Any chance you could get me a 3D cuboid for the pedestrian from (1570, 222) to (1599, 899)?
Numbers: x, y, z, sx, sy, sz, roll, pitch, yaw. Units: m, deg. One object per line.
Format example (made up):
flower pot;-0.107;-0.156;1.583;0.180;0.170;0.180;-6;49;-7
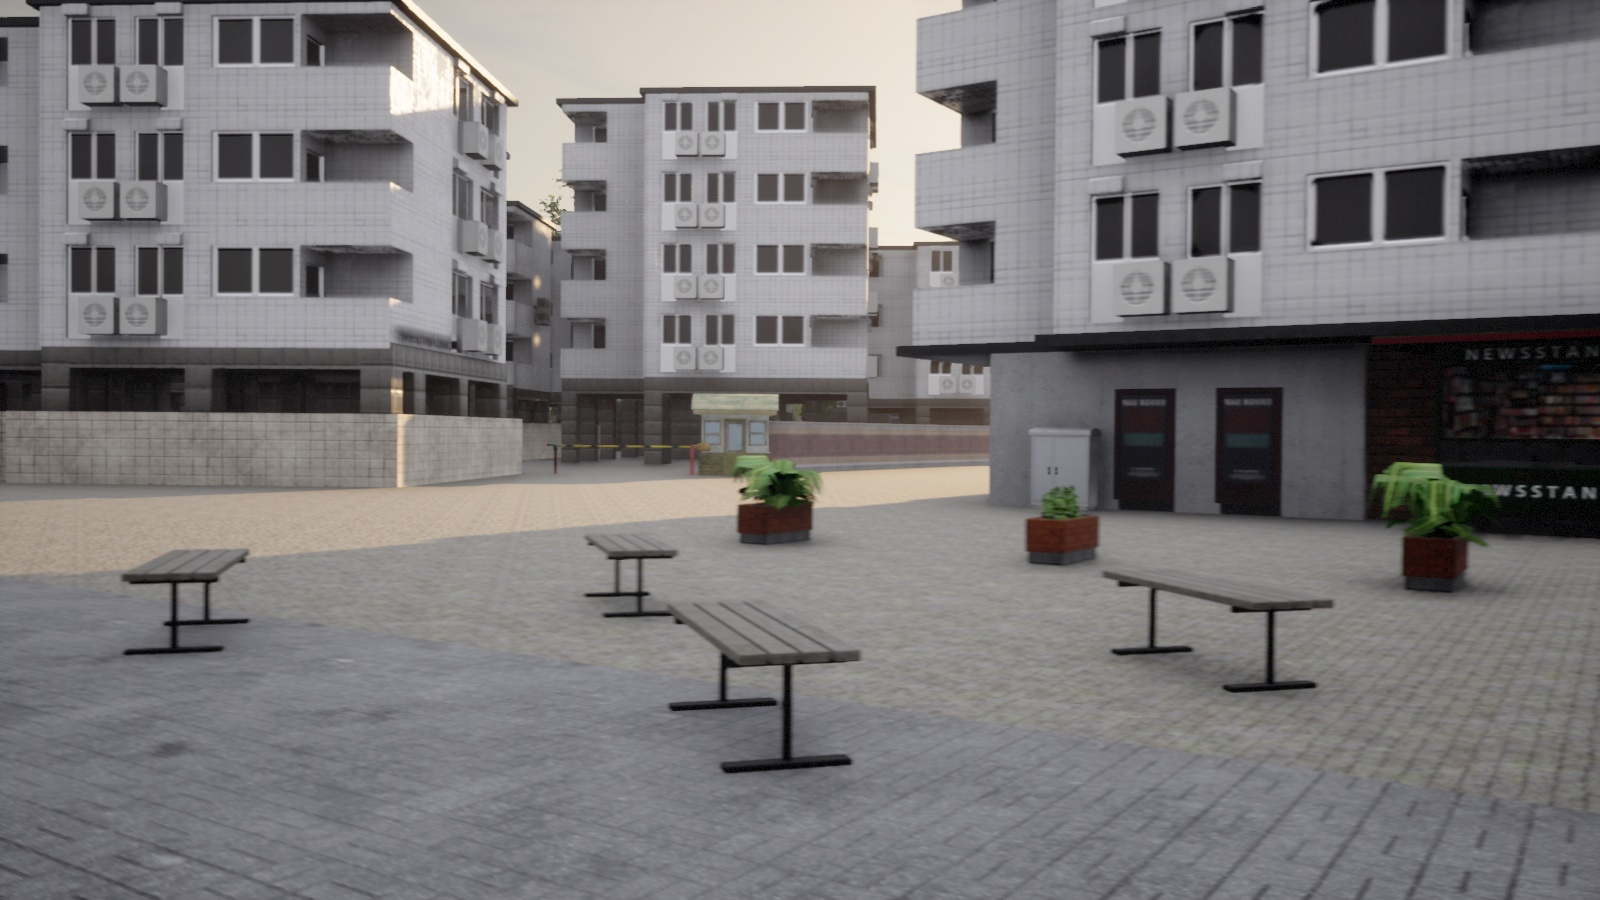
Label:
pedestrian;2.236;0.382;2.879;0.726;1.835;0.370;0;1;15
